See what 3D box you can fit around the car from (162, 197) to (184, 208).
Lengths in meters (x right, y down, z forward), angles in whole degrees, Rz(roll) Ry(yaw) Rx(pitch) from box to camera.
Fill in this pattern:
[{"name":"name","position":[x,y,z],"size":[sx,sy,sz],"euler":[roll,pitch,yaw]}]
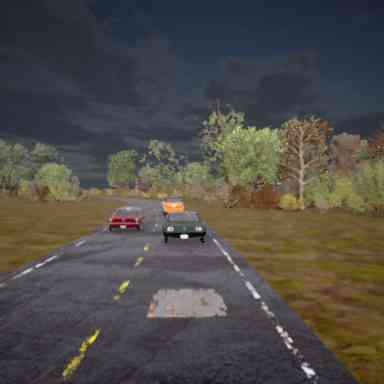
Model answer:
[{"name":"car","position":[-1.974,1.353,34.010],"size":[2.097,1.767,4.553],"euler":[0,0,-6]}]

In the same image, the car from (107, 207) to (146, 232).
[{"name":"car","position":[-3.888,1.605,20.319],"size":[1.895,1.301,4.718],"euler":[0,0,-4]}]

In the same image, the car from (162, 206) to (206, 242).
[{"name":"car","position":[-0.443,1.601,16.327],"size":[1.895,1.301,4.718],"euler":[0,0,-3]}]
